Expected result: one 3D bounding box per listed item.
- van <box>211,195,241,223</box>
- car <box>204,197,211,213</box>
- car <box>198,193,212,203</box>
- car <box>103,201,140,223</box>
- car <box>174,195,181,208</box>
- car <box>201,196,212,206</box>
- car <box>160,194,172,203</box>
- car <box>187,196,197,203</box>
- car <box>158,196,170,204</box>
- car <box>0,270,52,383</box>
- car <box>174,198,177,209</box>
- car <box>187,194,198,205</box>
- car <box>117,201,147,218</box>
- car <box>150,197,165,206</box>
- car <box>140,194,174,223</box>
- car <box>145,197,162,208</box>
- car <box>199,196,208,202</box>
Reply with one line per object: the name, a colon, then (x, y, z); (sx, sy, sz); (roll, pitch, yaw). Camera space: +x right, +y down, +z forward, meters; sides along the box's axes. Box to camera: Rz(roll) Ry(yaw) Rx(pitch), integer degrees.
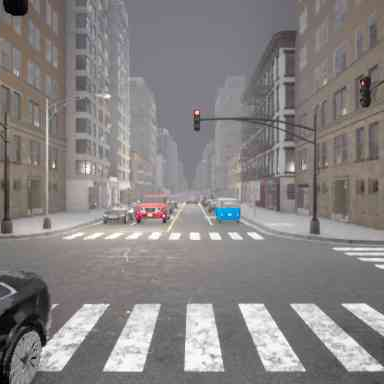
van: (2.616, 1.336, 24.891); (1.690, 1.788, 3.998); (0, 0, 0)
car: (2.607, 1.575, 36.253); (1.802, 1.307, 4.206); (0, 0, 0)
car: (2.594, 1.297, 53.298); (2.192, 1.841, 5.009); (0, 0, 0)
car: (-5.409, 1.546, 24.876); (2.008, 1.369, 4.403); (0, 0, 0)
car: (-2.872, 1.493, 45.434); (1.837, 1.490, 4.892); (0, 0, 0)
car: (2.599, 1.569, 47.616); (1.802, 1.307, 4.206); (0, 0, 0)
car: (-5.445, 1.283, 70.330); (2.192, 1.841, 5.009); (0, 0, 0)
car: (0.042, 1.570, 68.696); (1.895, 1.301, 4.718); (0, 0, 0)
car: (-5.440, 1.538, 64.649); (1.947, 1.339, 4.313); (0, 0, 0)
car: (-2.862, 1.491, 2.419); (2.128, 1.511, 4.902); (0, 0, 4)
car: (-2.880, 1.594, 35.374); (1.895, 1.301, 4.718); (0, 0, 0)
car: (0.048, 1.542, 58.749); (1.994, 1.385, 4.181); (0, 0, 0)
car: (-5.413, 1.539, 30.558); (1.887, 1.381, 4.507); (0, 0, 0)
car: (-5.431, 1.548, 53.286); (1.947, 1.339, 4.313); (0, 0, 0)
car: (-2.869, 1.217, 25.557); (2.150, 2.045, 5.566); (0, 0, 0)
car: (-5.427, 1.513, 47.434); (1.752, 1.417, 4.829); (0, 0, 0)
car: (2.576, 1.513, 76.022); (2.008, 1.369, 4.403); (0, 0, 0)
